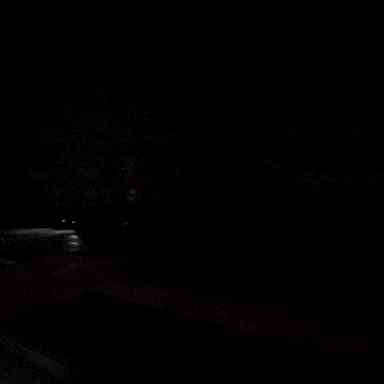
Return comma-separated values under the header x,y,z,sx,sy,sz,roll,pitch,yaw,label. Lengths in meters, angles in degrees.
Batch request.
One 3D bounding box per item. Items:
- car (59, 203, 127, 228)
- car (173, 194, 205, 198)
x,y,z,sx,sy,sz,roll,pitch,yaw,label
-6.538,1.536,22.486,1.837,1.490,4.892,0,0,35,car
-0.744,1.253,30.624,2.150,2.045,5.566,0,0,37,car
